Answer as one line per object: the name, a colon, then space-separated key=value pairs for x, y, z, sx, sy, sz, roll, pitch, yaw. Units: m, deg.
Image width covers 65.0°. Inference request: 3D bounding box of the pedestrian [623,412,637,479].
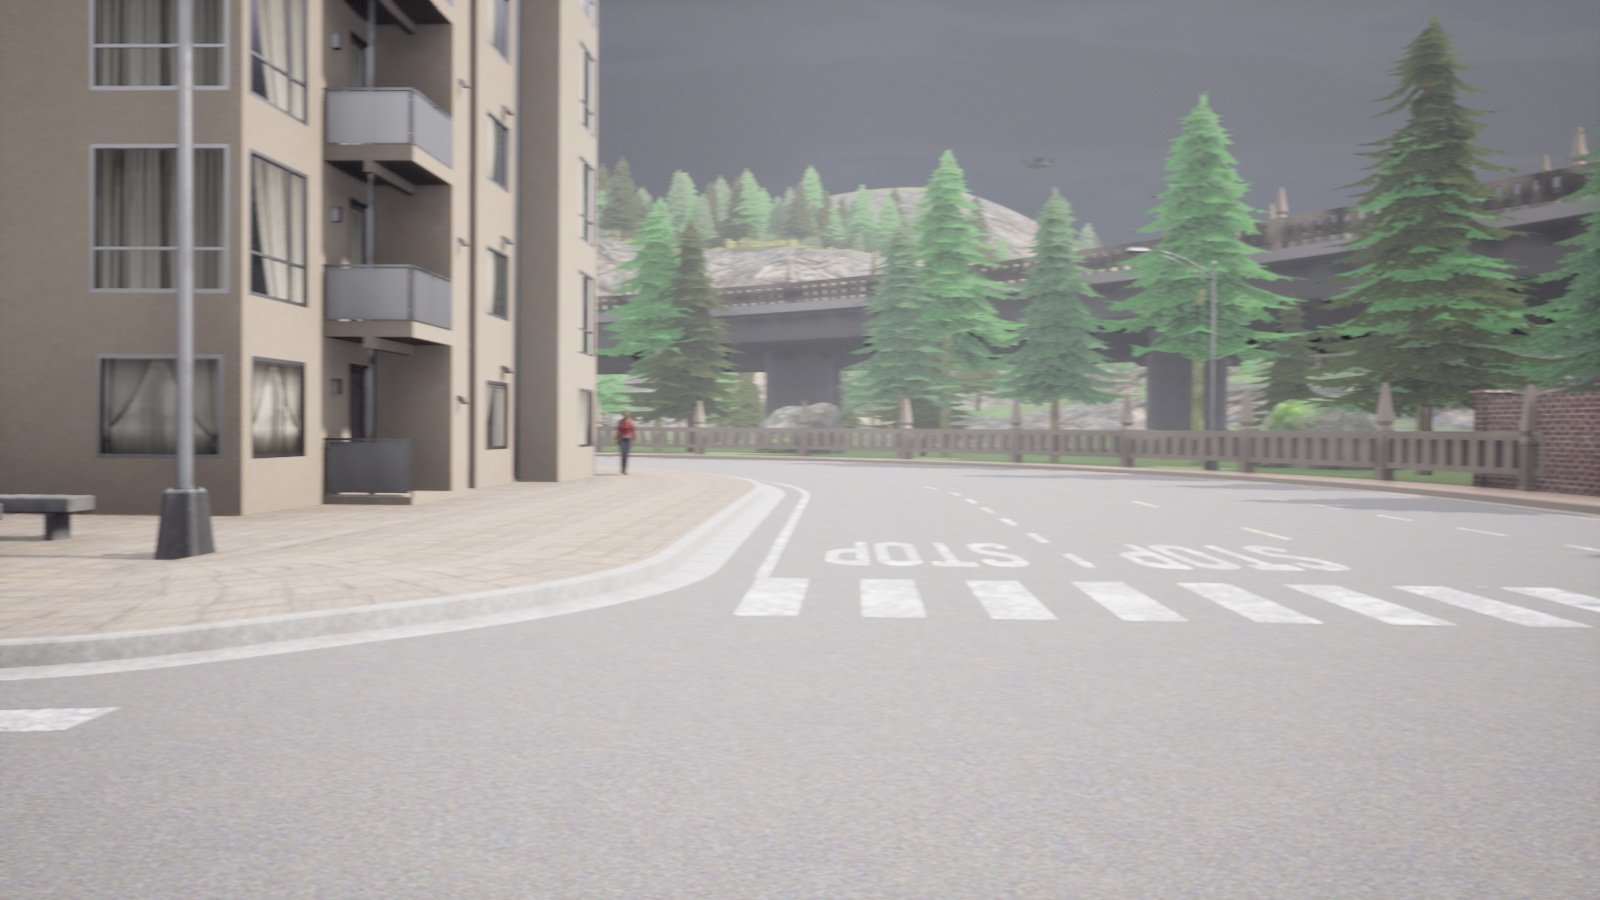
pedestrian: x=-4.736 y=-0.131 z=34.991 sx=0.331 sy=1.846 sz=0.636 roll=-1 pitch=1 yaw=-10
